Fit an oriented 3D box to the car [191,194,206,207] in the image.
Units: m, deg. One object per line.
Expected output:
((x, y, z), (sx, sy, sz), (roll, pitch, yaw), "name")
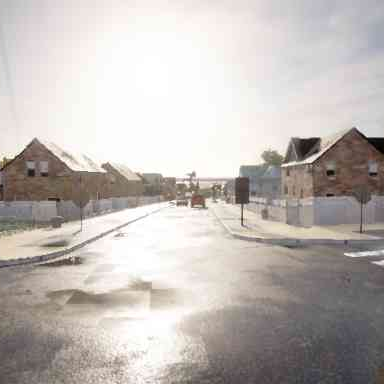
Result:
((0.980, 1.360, 53.665), (2.150, 2.045, 5.566), (0, 0, 2), "car")

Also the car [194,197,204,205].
((1.384, 1.765, 64.053), (1.994, 1.385, 4.181), (0, 0, 3), "car")

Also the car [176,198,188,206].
((-1.618, 1.707, 57.915), (2.033, 1.411, 5.357), (0, 0, 2), "car")
